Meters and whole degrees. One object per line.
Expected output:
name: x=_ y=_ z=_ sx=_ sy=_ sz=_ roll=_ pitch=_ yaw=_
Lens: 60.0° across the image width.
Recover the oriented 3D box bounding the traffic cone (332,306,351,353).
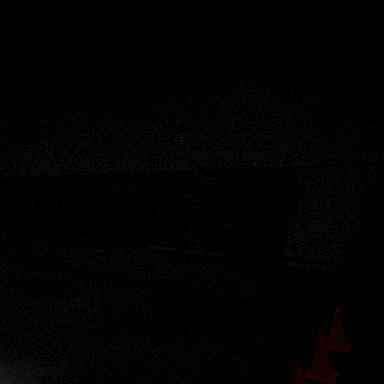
traffic cone: x=2.191 y=2.030 z=5.023 sx=0.340 sy=0.580 sz=0.340 roll=0 pitch=-1 yaw=34

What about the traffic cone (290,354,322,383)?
traffic cone: x=1.068 y=2.004 z=3.368 sx=0.340 sy=0.580 sz=0.340 roll=0 pitch=-1 yaw=34

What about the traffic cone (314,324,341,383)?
traffic cone: x=1.629 y=2.017 z=4.195 sx=0.340 sy=0.580 sz=0.340 roll=0 pitch=-1 yaw=34
